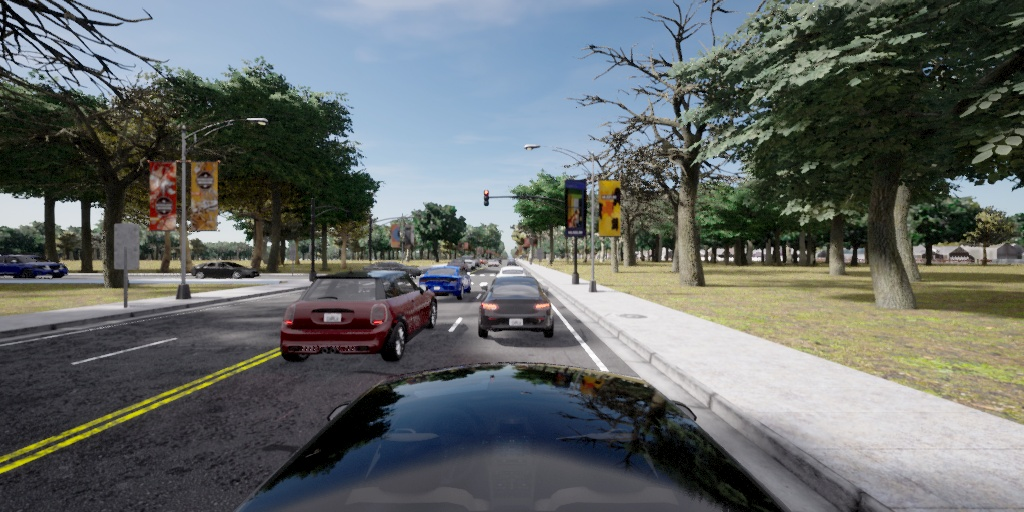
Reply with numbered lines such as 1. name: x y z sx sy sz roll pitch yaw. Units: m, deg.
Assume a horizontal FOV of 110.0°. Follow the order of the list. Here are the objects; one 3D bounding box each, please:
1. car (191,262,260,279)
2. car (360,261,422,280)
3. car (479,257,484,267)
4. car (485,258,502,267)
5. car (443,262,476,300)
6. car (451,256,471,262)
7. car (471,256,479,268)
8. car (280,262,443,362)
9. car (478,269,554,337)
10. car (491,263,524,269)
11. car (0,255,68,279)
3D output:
1. car: -23.851 1.228 29.940 4.892 1.490 1.837 1 0 -1
2. car: -10.387 1.256 31.121 4.892 1.490 1.837 0 0 -14
3. car: -6.634 1.250 63.333 1.882 1.535 5.008 0 0 0
4. car: -3.225 1.375 64.608 1.895 1.301 4.718 0 0 0
5. car: -3.169 1.228 17.737 1.882 1.535 5.008 0 0 1
6. car: -6.647 1.109 43.573 2.097 1.767 4.553 0 0 0
7. car: -6.656 0.985 53.130 2.150 2.045 5.566 0 0 0
8. car: -3.157 1.101 8.409 2.097 1.767 4.553 0 0 0
9. car: 0.091 1.275 10.111 1.812 1.442 4.674 0 0 0
10. car: 0.044 1.276 19.214 1.812 1.442 4.674 0 0 0
11. car: -40.831 0.931 29.946 5.566 2.045 2.150 0 0 0
